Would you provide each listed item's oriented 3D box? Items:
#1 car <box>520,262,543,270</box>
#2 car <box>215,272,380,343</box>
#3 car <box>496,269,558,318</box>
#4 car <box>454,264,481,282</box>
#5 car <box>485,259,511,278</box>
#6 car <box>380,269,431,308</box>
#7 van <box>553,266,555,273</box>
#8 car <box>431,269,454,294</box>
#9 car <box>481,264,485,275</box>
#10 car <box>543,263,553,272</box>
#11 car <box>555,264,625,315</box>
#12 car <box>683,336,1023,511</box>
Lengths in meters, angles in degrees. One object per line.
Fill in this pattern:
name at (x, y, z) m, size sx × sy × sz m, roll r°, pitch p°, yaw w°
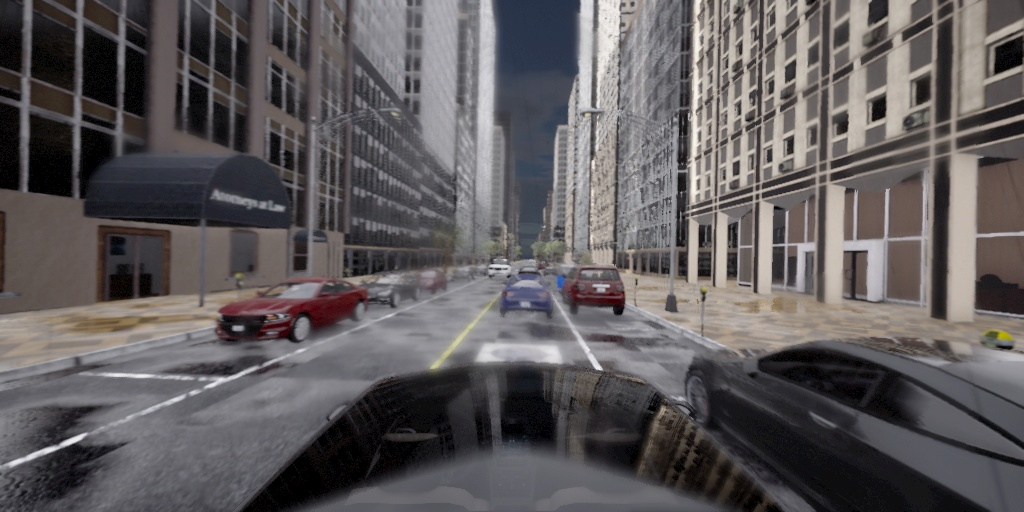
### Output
car at (1.391, 1.576, 30.393) m, size 1.882 × 1.535 × 5.008 m, roll 1°, pitch -1°, yaw 3°
car at (-5.456, 1.253, 9.529) m, size 1.888 × 1.381 × 4.507 m, roll 0°, pitch 0°, yaw 3°
car at (0.568, 1.422, 13.761) m, size 1.812 × 1.442 × 4.674 m, roll 1°, pitch -1°, yaw 3°
car at (-4.333, 1.535, 32.234) m, size 2.007 × 1.370 × 4.403 m, roll 0°, pitch 0°, yaw 3°
car at (-1.283, 1.360, 39.403) m, size 2.150 × 2.045 × 5.566 m, roll 1°, pitch -1°, yaw 3°
car at (-5.176, 1.327, 15.206) m, size 2.007 × 1.370 × 4.403 m, roll 0°, pitch 0°, yaw 3°
van at (3.474, 1.379, 20.465) m, size 1.690 × 1.789 × 3.998 m, roll 0°, pitch 0°, yaw 3°
car at (-4.894, 1.428, 20.882) m, size 1.802 × 1.307 × 4.207 m, roll 0°, pitch 0°, yaw 3°
car at (-3.771, 1.672, 43.587) m, size 2.007 × 1.370 × 4.403 m, roll 0°, pitch 0°, yaw 3°
car at (4.597, 1.865, 43.170) m, size 2.007 × 1.370 × 4.403 m, roll 0°, pitch 0°, yaw 3°
car at (3.193, 1.284, 14.789) m, size 2.192 × 1.841 × 5.009 m, roll 0°, pitch 0°, yaw 3°
car at (3.074, 1.359, 2.769) m, size 1.812 × 1.442 × 4.674 m, roll 1°, pitch -1°, yaw 3°
